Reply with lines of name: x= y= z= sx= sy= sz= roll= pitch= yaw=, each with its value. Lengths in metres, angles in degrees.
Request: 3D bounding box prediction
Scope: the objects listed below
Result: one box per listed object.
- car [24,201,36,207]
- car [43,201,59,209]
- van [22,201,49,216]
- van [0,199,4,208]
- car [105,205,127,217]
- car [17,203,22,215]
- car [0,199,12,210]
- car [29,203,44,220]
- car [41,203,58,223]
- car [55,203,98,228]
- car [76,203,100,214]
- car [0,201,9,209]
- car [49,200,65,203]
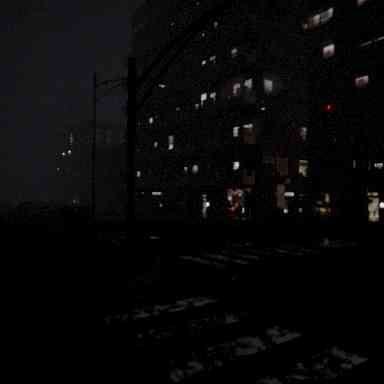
car: x=-40.745 y=2.907 z=83.672 sx=1.947 sy=1.339 sz=4.313 roll=0 pitch=-1 yaw=-36
car: x=-27.872 y=2.606 z=65.726 sx=1.887 sy=1.381 sz=4.507 roll=0 pitch=-1 yaw=-36
van: x=-18.387 y=1.968 z=38.983 sx=1.690 sy=1.788 sz=3.998 roll=0 pitch=-1 yaw=-36
van: x=-40.929 y=2.462 z=70.408 sx=1.690 sy=1.788 sz=3.998 roll=0 pitch=-1 yaw=-36
car: x=-8.662 y=2.164 z=38.946 sx=1.752 sy=1.417 sz=4.829 roll=0 pitch=-1 yaw=-36
car: x=-21.606 y=2.138 z=43.472 sx=1.967 sy=1.590 sz=4.097 roll=0 pitch=-1 yaw=-36
car: x=-34.488 y=2.420 z=61.429 sx=1.967 sy=1.590 sz=4.097 roll=0 pitch=-1 yaw=-36
car: x=-15.164 y=2.106 z=34.492 sx=2.008 sy=1.369 sz=4.403 roll=0 pitch=-1 yaw=-36
car: x=-11.845 y=2.006 z=29.865 sx=1.752 sy=1.417 sz=4.829 roll=0 pitch=-1 yaw=-36
car: x=-8.725 y=1.851 z=25.514 sx=1.967 sy=1.590 sz=4.097 roll=0 pitch=-1 yaw=-36
car: x=-14.999 y=2.345 z=47.781 sx=1.947 sy=1.339 sz=4.313 roll=0 pitch=-1 yaw=-36
car: x=-37.707 y=2.595 z=65.918 sx=1.887 sy=1.381 sz=4.507 roll=0 pitch=-1 yaw=-36
car: x=-24.656 y=2.306 z=61.242 sx=2.192 sy=1.841 sz=5.009 roll=0 pitch=-1 yaw=-36
